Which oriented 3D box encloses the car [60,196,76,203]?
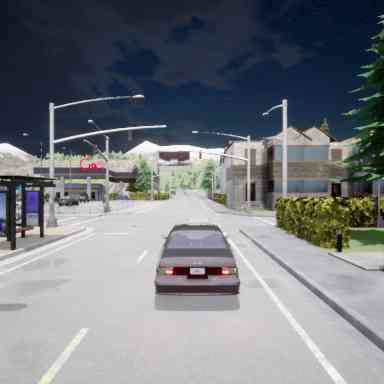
[{"bbox_3d":[-25.916,1.552,69.508,1.970,1.475,3.806,0,0,0],"label":"car"}]

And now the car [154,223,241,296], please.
[{"bbox_3d":[0.105,1.547,8.828,2.033,1.411,5.357,0,0,0],"label":"car"}]

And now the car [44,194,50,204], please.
[{"bbox_3d":[-25.859,1.289,61.029,1.932,1.855,4.605,0,0,0],"label":"car"}]

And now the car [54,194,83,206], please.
[{"bbox_3d":[-18.896,1.490,51.033,2.007,1.523,4.514,0,0,0],"label":"car"}]

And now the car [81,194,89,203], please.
[{"bbox_3d":[-22.590,1.268,68.904,1.905,1.878,3.866,0,0,0],"label":"car"}]
